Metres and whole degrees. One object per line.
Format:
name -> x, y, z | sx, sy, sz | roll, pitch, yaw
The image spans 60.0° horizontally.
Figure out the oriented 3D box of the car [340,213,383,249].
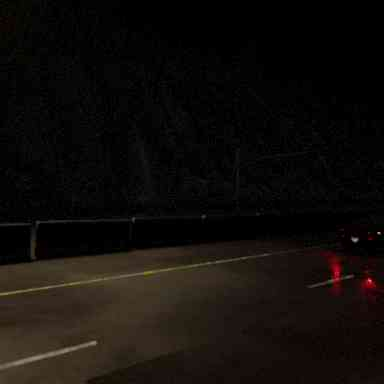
car -> 8.039, 1.614, 13.895 | 4.674, 1.442, 1.812 | 0, 0, -35
